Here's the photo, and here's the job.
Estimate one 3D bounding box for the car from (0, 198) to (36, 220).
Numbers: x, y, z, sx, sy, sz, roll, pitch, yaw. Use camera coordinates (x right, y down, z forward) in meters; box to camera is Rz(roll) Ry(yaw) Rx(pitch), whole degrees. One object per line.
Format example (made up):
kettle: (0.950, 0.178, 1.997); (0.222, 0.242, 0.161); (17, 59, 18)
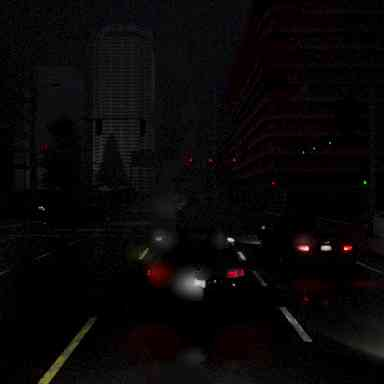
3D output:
car: (-13.814, 1.299, 27.192); (4.553, 1.767, 2.097); (0, 0, 0)

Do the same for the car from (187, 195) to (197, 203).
car: (0.085, 1.501, 71.071); (1.837, 1.490, 4.892); (0, 0, 0)

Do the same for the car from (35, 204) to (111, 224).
car: (-8.259, 1.583, 23.731); (4.718, 1.301, 1.895); (0, 0, 0)

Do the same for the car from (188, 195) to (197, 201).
car: (0.066, 1.534, 81.417); (2.033, 1.411, 5.357); (0, 0, 0)

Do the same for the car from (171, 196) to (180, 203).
car: (-3.443, 1.524, 70.629); (1.812, 1.442, 4.674); (0, 0, 0)

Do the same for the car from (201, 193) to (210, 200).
car: (3.574, 1.207, 90.442); (2.150, 2.045, 5.566); (0, 0, 0)

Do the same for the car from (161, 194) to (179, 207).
car: (-3.554, 1.491, 50.726); (2.128, 1.511, 4.902); (0, 0, 0)

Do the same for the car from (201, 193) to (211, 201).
car: (3.566, 1.493, 80.558); (1.837, 1.490, 4.892); (0, 0, 0)

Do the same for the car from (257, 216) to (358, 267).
car: (3.599, 1.547, 11.398); (2.033, 1.411, 5.357); (0, 0, 0)

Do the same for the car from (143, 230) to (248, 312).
car: (0.075, 1.564, 7.778); (1.994, 1.385, 4.181); (0, 0, 0)

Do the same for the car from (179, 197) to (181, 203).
car: (-3.521, 1.352, 60.650); (2.097, 1.767, 4.553); (0, 0, 0)
